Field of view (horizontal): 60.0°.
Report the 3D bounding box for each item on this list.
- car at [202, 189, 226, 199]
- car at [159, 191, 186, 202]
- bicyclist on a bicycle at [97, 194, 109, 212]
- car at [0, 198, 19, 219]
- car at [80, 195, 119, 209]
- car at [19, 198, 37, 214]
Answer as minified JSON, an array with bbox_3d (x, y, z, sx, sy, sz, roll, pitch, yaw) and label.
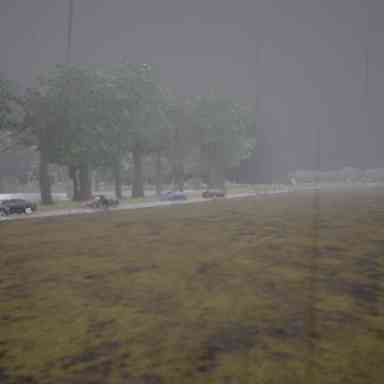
[{"bbox_3d":[3.491,0.229,51.157,1.882,1.535,5.008,-1,1,36],"label":"car"},{"bbox_3d":[-2.695,0.590,47.401,1.812,1.442,4.674,-1,1,35],"label":"car"},{"bbox_3d":[-7.938,1.016,29.673,1.656,1.620,0.582,-1,1,35],"label":"bicyclist on a bicycle"},{"bbox_3d":[-15.710,1.298,23.984,2.128,1.511,4.902,-2,0,34],"label":"car"},{"bbox_3d":[-10.186,1.056,36.851,1.812,1.442,4.674,-1,1,35],"label":"car"},{"bbox_3d":[-15.963,1.298,28.699,1.837,1.490,4.892,-1,0,35],"label":"car"}]
